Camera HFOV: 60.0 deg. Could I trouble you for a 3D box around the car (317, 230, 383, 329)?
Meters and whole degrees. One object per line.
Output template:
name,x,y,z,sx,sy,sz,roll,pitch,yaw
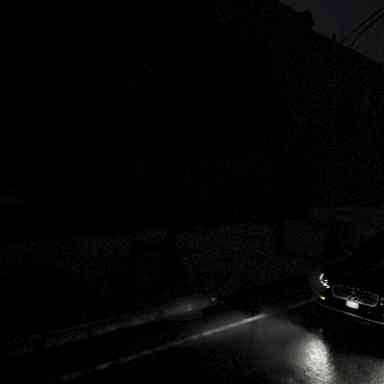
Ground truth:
car,4.464,1.502,6.607,4.892,1.490,1.837,0,0,-36
